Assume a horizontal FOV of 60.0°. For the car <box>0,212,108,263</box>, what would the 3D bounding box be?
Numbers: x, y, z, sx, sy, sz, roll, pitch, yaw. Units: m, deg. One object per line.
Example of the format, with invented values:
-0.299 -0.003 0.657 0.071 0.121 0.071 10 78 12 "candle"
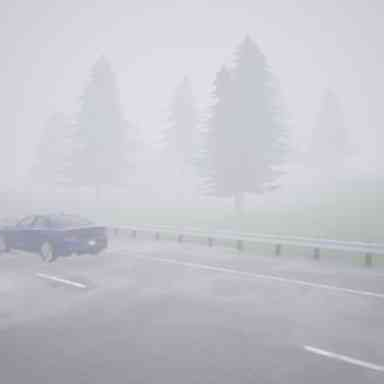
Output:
-5.210 1.480 12.151 5.008 1.535 1.882 0 0 36 "car"
